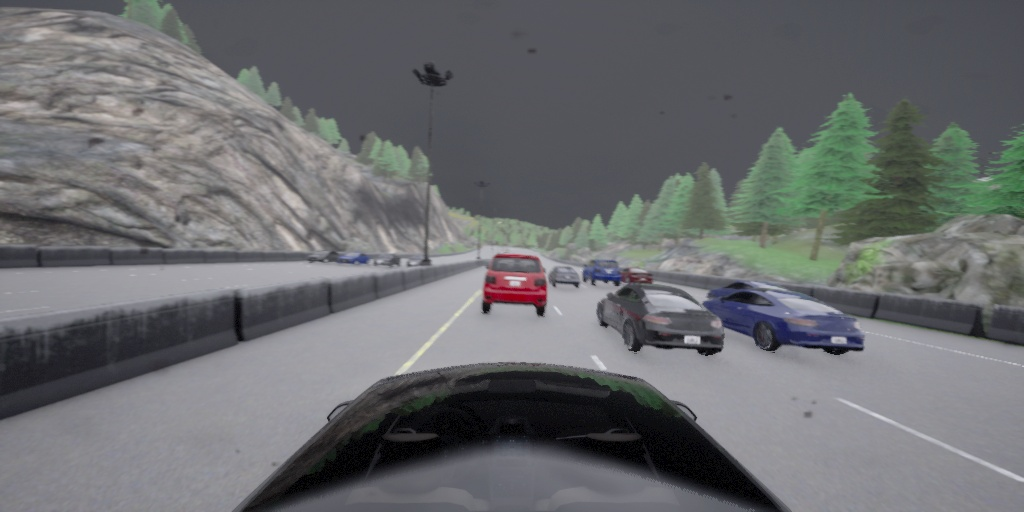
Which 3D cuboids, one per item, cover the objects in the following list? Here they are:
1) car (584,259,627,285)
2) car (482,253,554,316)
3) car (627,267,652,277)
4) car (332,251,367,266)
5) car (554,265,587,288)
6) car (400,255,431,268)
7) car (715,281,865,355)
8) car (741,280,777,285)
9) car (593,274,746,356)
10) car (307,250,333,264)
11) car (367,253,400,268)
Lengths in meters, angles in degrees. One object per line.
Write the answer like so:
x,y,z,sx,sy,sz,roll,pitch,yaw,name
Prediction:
7.223,1.307,29.304,2.150,2.045,5.566,3,0,1,car
0.120,0.959,13.773,2.150,2.045,5.566,3,0,1,car
10.726,1.743,31.710,1.882,1.535,5.008,3,0,1,car
-17.359,0.271,39.661,1.882,1.535,5.008,3,0,1,car
3.671,1.455,25.897,2.033,1.411,5.357,3,0,1,car
-10.368,0.648,40.111,2.128,1.511,4.902,3,0,1,car
7.045,1.631,9.979,1.812,1.442,4.674,3,0,1,car
10.609,1.808,15.906,1.812,1.442,4.674,3,0,1,car
3.542,1.450,9.255,1.812,1.442,4.674,3,0,1,car
-20.850,0.118,40.063,1.837,1.490,4.892,3,0,1,car
-13.863,0.466,40.071,2.128,1.511,4.902,3,0,1,car
